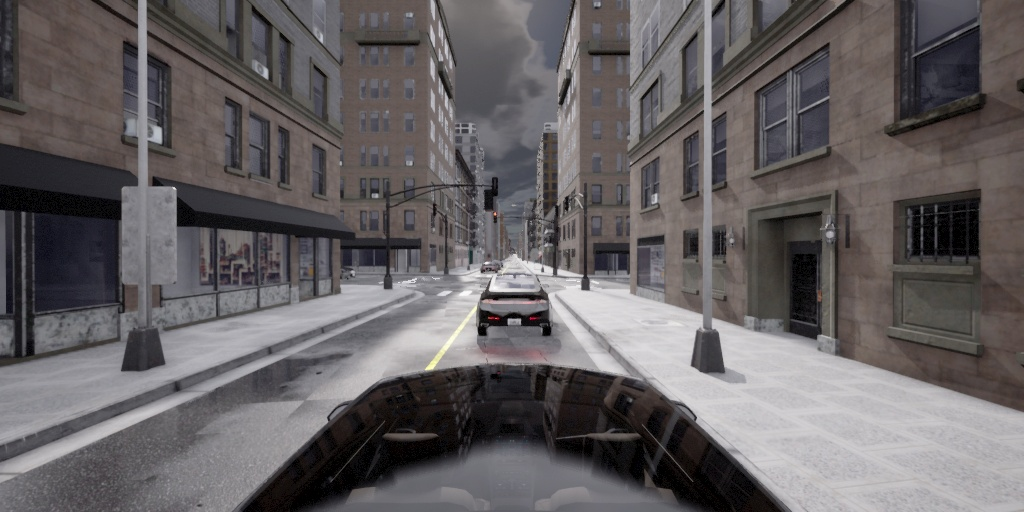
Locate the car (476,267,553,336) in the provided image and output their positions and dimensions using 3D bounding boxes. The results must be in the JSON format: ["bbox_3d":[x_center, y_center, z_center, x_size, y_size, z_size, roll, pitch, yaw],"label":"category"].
[{"bbox_3d":[0.074,1.242,10.347,2.128,1.511,4.902,0,0,1],"label":"car"}]

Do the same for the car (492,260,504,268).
[{"bbox_3d":[-2.501,1.441,64.072,1.895,1.301,4.718,0,0,1],"label":"car"}]

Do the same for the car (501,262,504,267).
[{"bbox_3d":[-2.625,1.325,53.955,1.837,1.490,4.892,0,0,0],"label":"car"}]

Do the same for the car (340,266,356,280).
[{"bbox_3d":[-14.044,1.074,26.252,4.902,1.511,2.128,1,0,0],"label":"car"}]

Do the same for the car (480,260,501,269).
[{"bbox_3d":[-2.719,1.365,44.002,1.994,1.385,4.181,0,0,1],"label":"car"}]
